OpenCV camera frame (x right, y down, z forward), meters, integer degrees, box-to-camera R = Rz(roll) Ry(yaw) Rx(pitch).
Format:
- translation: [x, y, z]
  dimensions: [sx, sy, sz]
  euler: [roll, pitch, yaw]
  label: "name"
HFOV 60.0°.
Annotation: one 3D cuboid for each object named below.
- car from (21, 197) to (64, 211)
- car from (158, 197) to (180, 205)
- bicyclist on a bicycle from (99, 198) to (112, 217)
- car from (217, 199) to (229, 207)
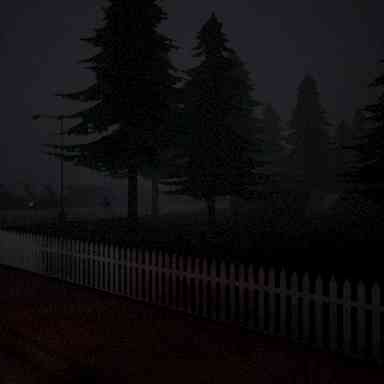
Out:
- translation: [-17.346, 1.353, 38.712]
  dimensions: [2.097, 1.767, 4.553]
  euler: [0, 0, 34]
  label: "car"
- translation: [-4.167, 1.351, 57.953]
  dimensions: [2.097, 1.767, 4.553]
  euler: [0, 0, 35]
  label: "car"
- translation: [-7.203, 1.302, 27.872]
  dimensions: [1.656, 1.620, 0.582]
  euler: [0, 0, 34]
  label: "bicyclist on a bicycle"
- translation: [3.763, 1.223, 50.722]
  dimensions: [2.150, 2.045, 5.566]
  euler: [0, 0, 34]
  label: "car"
